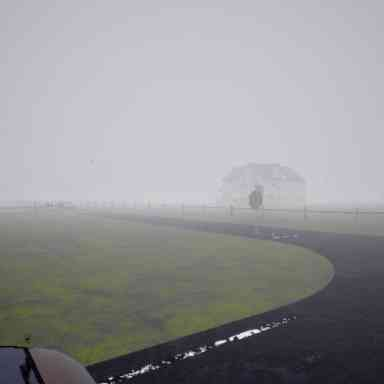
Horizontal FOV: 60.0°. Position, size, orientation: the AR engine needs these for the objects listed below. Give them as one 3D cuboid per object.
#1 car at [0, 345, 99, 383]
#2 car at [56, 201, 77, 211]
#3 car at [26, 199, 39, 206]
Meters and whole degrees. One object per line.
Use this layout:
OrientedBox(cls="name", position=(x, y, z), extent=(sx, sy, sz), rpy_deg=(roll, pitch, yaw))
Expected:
OrientedBox(cls="car", position=(-2.331, 1.564, 1.285), extent=(4.181, 1.385, 1.994), rpy_deg=(0, 0, -36))
OrientedBox(cls="car", position=(-18.924, 2.112, 49.858), extent=(2.033, 1.411, 5.357), rpy_deg=(2, -2, -36))
OrientedBox(cls="car", position=(-38.796, 2.659, 81.754), extent=(1.994, 1.385, 4.181), rpy_deg=(2, -2, -36))
